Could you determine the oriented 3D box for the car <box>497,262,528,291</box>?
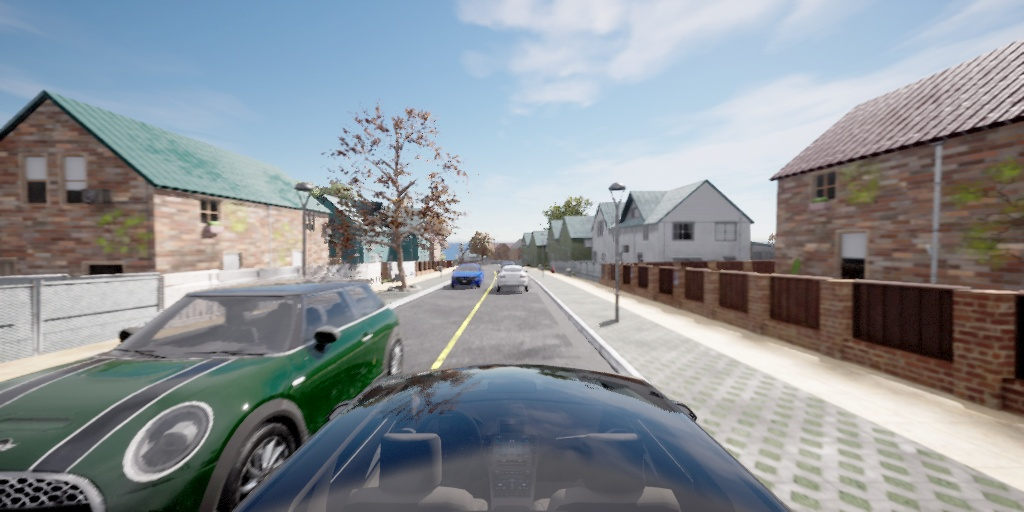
[{"bbox_3d":[0.040,1.306,22.204,1.812,1.442,4.674,0,0,0],"label":"car"}]

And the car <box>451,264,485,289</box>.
[{"bbox_3d":[-2.857,1.264,23.972,1.882,1.535,5.008,0,0,0],"label":"car"}]

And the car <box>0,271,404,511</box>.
[{"bbox_3d":[-2.837,1.102,4.034,2.097,1.767,4.553,0,0,0],"label":"car"}]
